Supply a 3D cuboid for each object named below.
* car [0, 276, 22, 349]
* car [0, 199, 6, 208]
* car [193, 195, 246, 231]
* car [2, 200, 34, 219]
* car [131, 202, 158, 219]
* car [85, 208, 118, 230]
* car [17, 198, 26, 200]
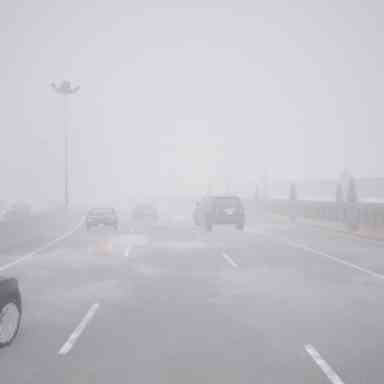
[{"bbox_3d":[-3.588,1.501,3.251,1.882,1.535,5.008,0,0,-1],"label":"car"},{"bbox_3d":[-27.777,1.789,48.195,1.837,1.490,4.892,-1,0,-29],"label":"car"},{"bbox_3d":[1.562,1.218,20.648,2.150,2.045,5.566,0,0,-10],"label":"car"},{"bbox_3d":[-15.888,1.713,30.898,1.994,1.385,4.181,0,0,-20],"label":"car"},{"bbox_3d":[-4.322,1.608,29.821,1.994,1.385,4.181,0,0,-16],"label":"car"},{"bbox_3d":[-5.788,1.655,21.698,1.895,1.301,4.718,0,0,-12],"label":"car"},{"bbox_3d":[-34.409,1.891,67.224,2.033,1.411,5.357,-1,0,-29],"label":"car"}]
